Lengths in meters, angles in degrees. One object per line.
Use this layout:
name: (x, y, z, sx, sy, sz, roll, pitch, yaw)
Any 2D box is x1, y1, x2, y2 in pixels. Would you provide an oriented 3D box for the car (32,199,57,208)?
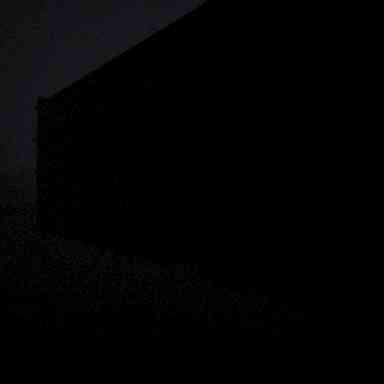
car: (-31.493, 2.520, 71.022, 4.553, 1.767, 2.185, 1, -1, 20)

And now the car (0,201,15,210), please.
car: (-35.027, 2.379, 60.435, 5.366, 1.575, 1.946, 1, -2, 20)

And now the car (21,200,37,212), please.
car: (-25.590, 2.278, 48.396, 4.792, 1.488, 2.163, 1, -2, 20)

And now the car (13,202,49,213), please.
car: (-24.713, 2.382, 51.041, 4.792, 1.488, 2.163, 1, -2, 20)

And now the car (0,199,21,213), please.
car: (-26.517, 2.011, 45.776, 4.553, 1.767, 2.185, 1, -2, 20)

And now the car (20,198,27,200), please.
car: (-34.274, 2.459, 63.126, 5.008, 1.535, 2.097, 1, -1, 20)

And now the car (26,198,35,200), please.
car: (-23.779, 2.322, 53.671, 4.553, 1.767, 2.185, 1, -2, 20)
